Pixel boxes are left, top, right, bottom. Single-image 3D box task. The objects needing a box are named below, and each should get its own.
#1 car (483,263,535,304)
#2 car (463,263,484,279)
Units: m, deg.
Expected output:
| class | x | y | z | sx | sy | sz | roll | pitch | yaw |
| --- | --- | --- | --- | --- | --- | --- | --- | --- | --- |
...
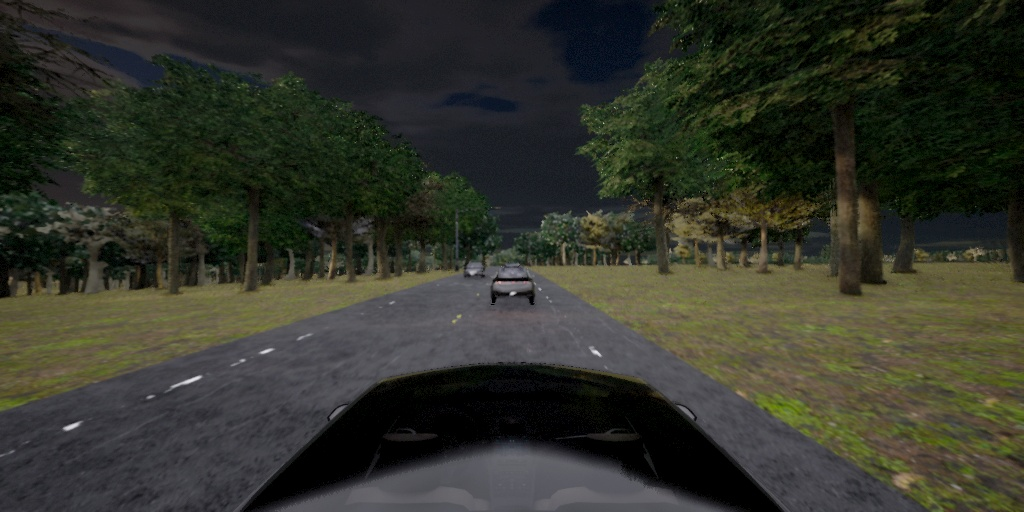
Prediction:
| class | x | y | z | sx | sy | sz | roll | pitch | yaw |
| --- | --- | --- | --- | --- | --- | --- | --- | --- | --- |
| car | 0.031 | 1.266 | 16.386 | 2.128 | 1.511 | 4.902 | 0 | 0 | 0 |
| car | -3.575 | 1.397 | 34.920 | 2.128 | 1.511 | 4.902 | 0 | 0 | 0 |
